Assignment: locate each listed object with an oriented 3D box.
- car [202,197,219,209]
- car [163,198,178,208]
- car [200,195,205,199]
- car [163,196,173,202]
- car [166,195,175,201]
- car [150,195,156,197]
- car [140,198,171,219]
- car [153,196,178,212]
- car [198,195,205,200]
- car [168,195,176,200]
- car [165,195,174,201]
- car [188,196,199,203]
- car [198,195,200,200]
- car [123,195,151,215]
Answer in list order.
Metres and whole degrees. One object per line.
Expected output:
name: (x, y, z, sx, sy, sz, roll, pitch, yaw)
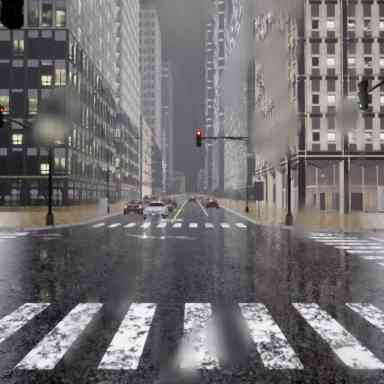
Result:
car: (2.701, 1.599, 44.916, 1.802, 1.307, 4.206, 1, 0, 0)
car: (-3.095, 1.620, 49.134, 1.895, 1.301, 4.718, 0, 0, 0)
car: (2.703, 1.547, 56.242, 1.752, 1.417, 4.829, 1, 0, 0)
car: (-5.679, 1.582, 78.305, 2.008, 1.369, 4.403, 1, 0, 0)
car: (-5.679, 1.587, 89.455, 2.008, 1.369, 4.403, 1, 0, 0)
car: (-5.673, 1.332, 44.854, 2.192, 1.841, 5.009, 1, 0, 0)
car: (-3.106, 1.537, 29.176, 1.812, 1.442, 4.674, 0, 0, 0)
car: (-3.101, 1.562, 38.841, 2.033, 1.411, 5.357, 0, 0, 0)
car: (2.701, 1.584, 95.112, 1.887, 1.381, 4.507, 1, 0, 0)
car: (-5.680, 1.605, 95.030, 1.947, 1.339, 4.313, 1, 0, 0)
car: (-5.679, 1.578, 83.880, 1.887, 1.381, 4.507, 1, 0, 0)
car: (0.081, 1.574, 70.418, 2.033, 1.411, 5.357, 0, 0, 0)
car: (2.702, 1.590, 61.649, 1.947, 1.339, 4.313, 1, 0, 0)
car: (-5.675, 1.453, 33.704, 1.967, 1.590, 4.097, 1, 0, 0)
